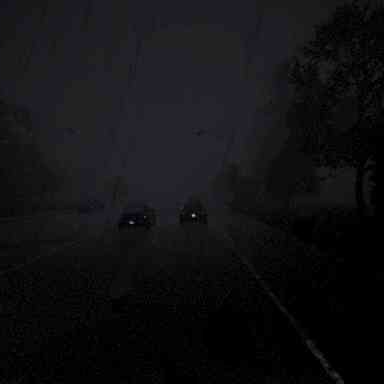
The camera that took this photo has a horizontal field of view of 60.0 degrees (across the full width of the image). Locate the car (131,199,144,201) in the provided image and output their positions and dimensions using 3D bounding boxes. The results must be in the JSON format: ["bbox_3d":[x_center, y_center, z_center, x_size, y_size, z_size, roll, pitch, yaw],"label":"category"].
[{"bbox_3d":[-6.883,1.567,41.711,2.033,1.411,5.357,0,0,2],"label":"car"}]

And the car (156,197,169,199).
[{"bbox_3d":[-6.768,1.326,76.601,2.033,1.411,5.357,0,0,12],"label":"car"}]

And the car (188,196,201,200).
[{"bbox_3d":[0.345,1.374,42.375,2.097,1.767,4.553,0,0,2],"label":"car"}]

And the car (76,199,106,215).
[{"bbox_3d":[-10.513,1.493,34.837,1.882,1.535,5.008,0,0,1],"label":"car"}]

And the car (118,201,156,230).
[{"bbox_3d":[-3.400,1.536,20.991,1.812,1.442,4.674,0,0,0],"label":"car"}]

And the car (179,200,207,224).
[{"bbox_3d":[0.103,1.576,24.655,1.994,1.385,4.181,0,0,0],"label":"car"}]
